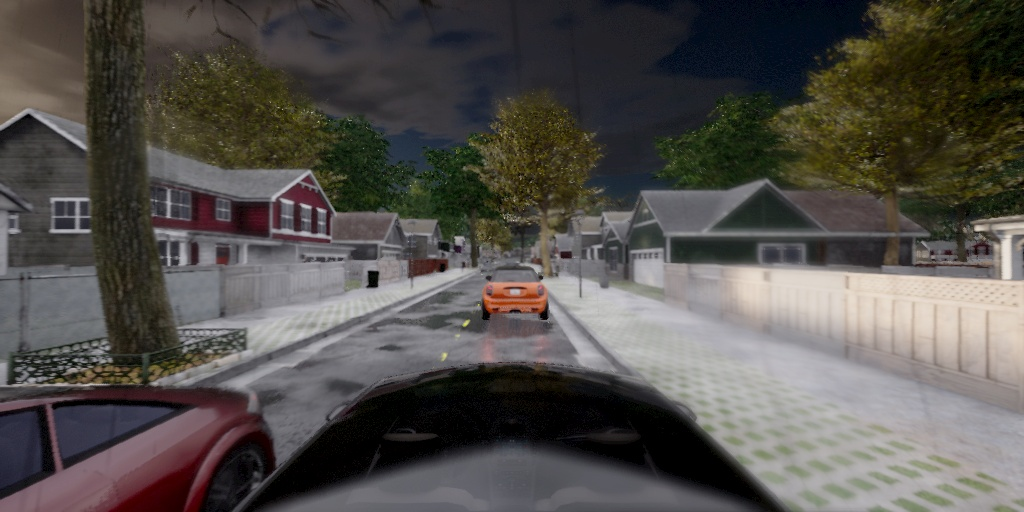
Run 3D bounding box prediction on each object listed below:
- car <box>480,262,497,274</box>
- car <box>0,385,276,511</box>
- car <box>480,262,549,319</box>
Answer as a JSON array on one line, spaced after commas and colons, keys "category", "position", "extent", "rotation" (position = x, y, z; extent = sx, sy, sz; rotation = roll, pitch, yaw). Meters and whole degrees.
[{"category": "car", "position": [-2.842, 1.432, 44.330], "extent": [1.895, 1.301, 4.718], "rotation": [0, 0, 0]}, {"category": "car", "position": [-2.849, 1.313, 1.098], "extent": [1.994, 1.385, 4.181], "rotation": [0, 0, 0]}, {"category": "car", "position": [0.099, 1.119, 13.030], "extent": [2.097, 1.767, 4.553], "rotation": [0, 0, 0]}]
